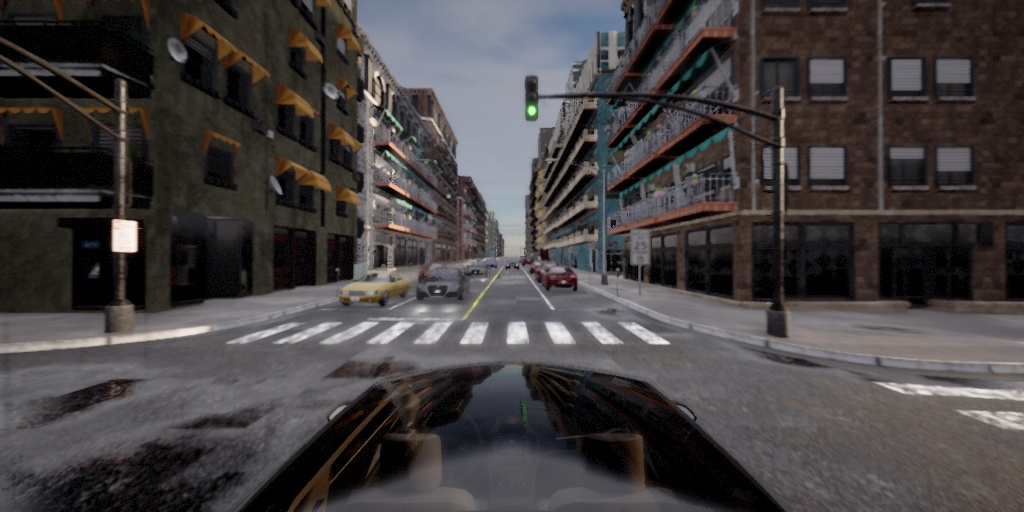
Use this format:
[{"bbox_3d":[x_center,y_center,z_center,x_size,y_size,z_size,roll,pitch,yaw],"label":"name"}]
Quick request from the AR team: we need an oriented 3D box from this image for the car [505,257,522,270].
[{"bbox_3d":[0.032,1.167,46.925,1.895,1.301,4.718,0,0,0],"label":"car"}]

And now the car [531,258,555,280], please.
[{"bbox_3d":[2.709,1.087,26.576,1.967,1.591,4.097,0,0,0],"label":"car"}]

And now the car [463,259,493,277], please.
[{"bbox_3d":[-3.072,1.188,32.377,1.994,1.385,4.181,0,0,0],"label":"car"}]

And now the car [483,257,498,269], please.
[{"bbox_3d":[-2.967,1.139,51.494,2.033,1.411,5.357,0,0,0],"label":"car"}]

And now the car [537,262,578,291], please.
[{"bbox_3d":[2.705,1.215,21.052,1.888,1.381,4.507,0,0,0],"label":"car"}]

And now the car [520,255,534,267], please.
[{"bbox_3d":[2.731,0.830,59.717,2.192,1.841,5.009,0,0,0],"label":"car"}]

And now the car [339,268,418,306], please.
[{"bbox_3d":[-5.680,1.219,15.378,1.751,1.417,4.829,0,0,0],"label":"car"}]

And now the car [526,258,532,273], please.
[{"bbox_3d":[2.716,1.185,37.622,1.802,1.307,4.207,0,0,0],"label":"car"}]

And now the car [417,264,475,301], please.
[{"bbox_3d":[-3.080,1.252,16.741,1.994,1.385,4.181,0,0,0],"label":"car"}]
